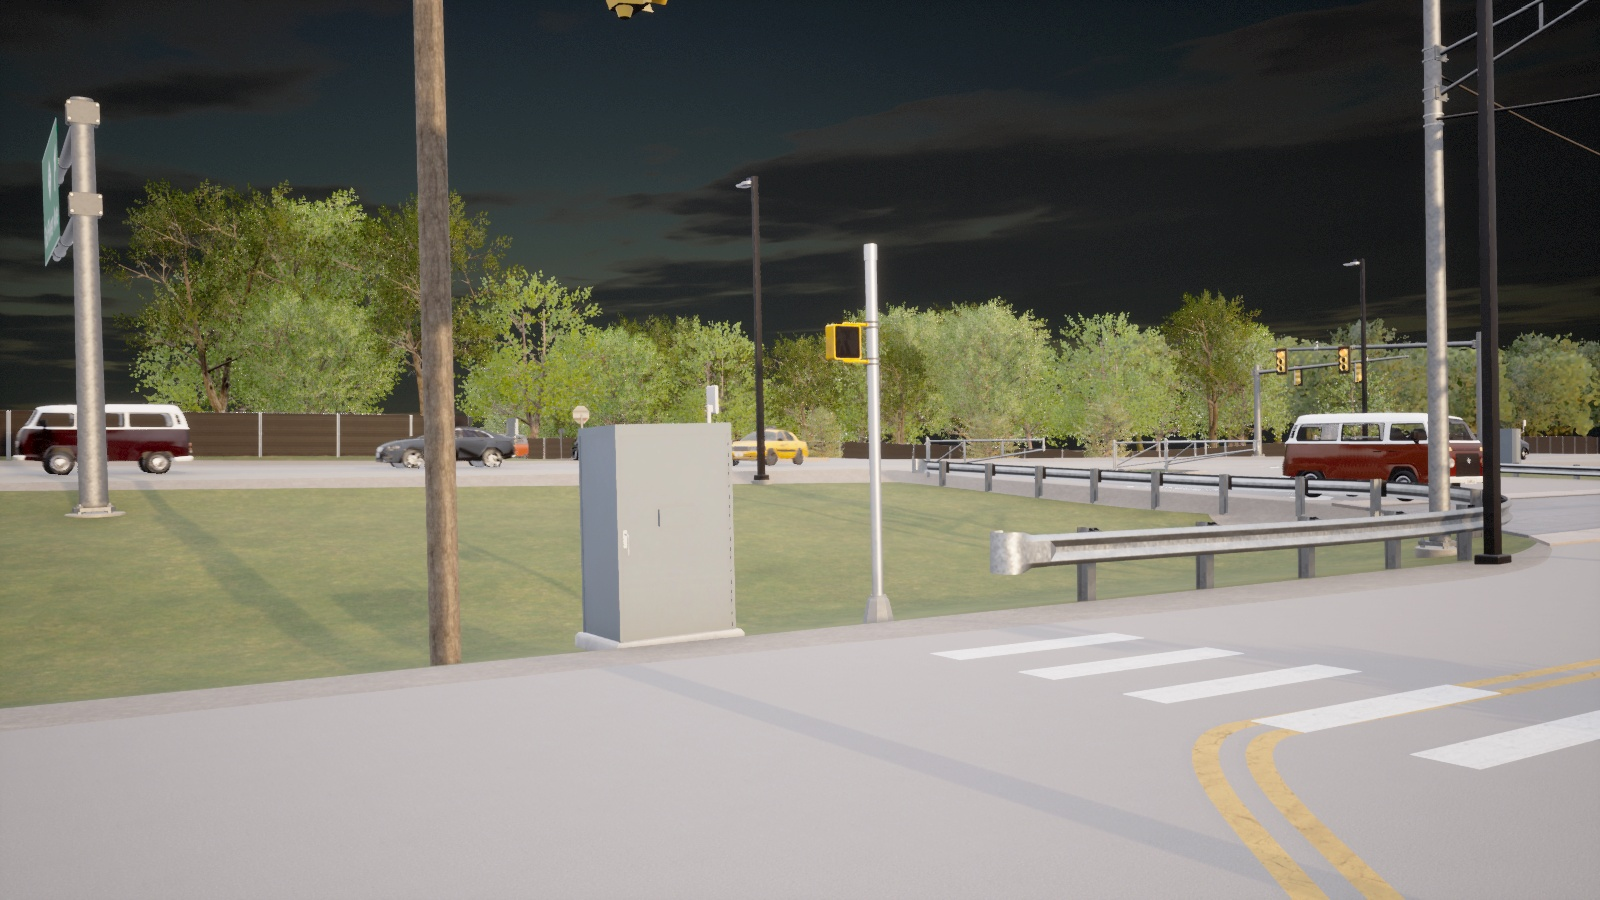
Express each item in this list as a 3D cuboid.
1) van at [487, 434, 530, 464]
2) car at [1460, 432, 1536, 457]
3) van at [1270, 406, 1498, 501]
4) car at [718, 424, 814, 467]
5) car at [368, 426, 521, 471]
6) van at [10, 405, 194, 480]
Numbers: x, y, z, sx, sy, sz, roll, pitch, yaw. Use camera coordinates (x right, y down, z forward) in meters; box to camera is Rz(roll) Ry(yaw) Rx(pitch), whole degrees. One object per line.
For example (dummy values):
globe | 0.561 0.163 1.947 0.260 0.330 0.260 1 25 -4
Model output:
van | -20.521 -0.036 88.504 1.775 1.987 4.442 -2 0 2
car | 43.577 -0.357 78.359 4.902 1.511 2.128 0 0 -34
van | 13.655 0.076 29.631 2.069 2.038 4.480 0 0 -30
car | -1.273 -0.181 49.745 1.801 1.575 5.366 -1 0 22
car | -12.784 -0.066 45.273 4.902 1.511 2.128 -1 0 -33
van | -20.132 -0.225 36.254 4.480 2.038 2.069 0 0 -33
